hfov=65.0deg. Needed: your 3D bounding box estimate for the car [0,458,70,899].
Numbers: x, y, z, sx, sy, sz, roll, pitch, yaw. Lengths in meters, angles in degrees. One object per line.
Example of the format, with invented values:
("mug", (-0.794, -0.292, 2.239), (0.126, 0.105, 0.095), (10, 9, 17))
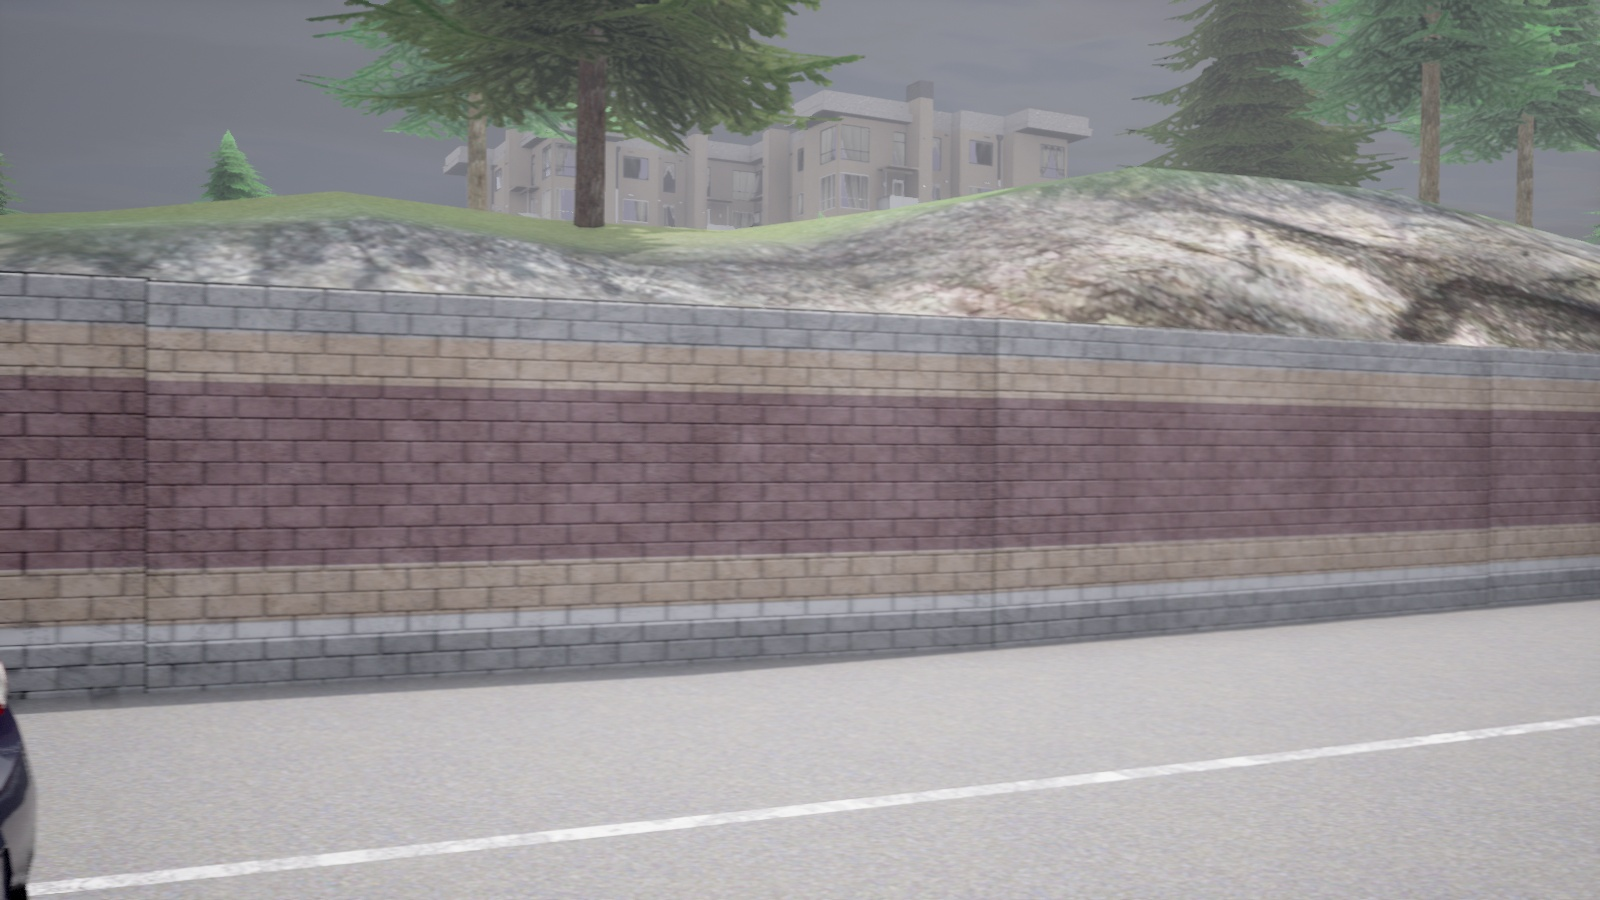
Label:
("car", (-3.411, 0.817, 1.954), (3.633, 1.501, 1.845), (-1, 1, -19))
